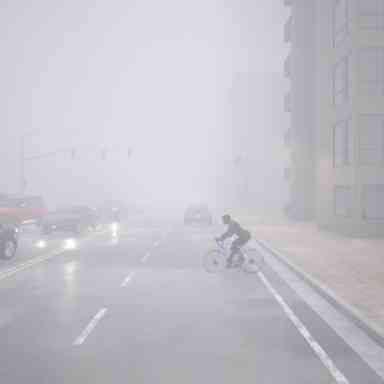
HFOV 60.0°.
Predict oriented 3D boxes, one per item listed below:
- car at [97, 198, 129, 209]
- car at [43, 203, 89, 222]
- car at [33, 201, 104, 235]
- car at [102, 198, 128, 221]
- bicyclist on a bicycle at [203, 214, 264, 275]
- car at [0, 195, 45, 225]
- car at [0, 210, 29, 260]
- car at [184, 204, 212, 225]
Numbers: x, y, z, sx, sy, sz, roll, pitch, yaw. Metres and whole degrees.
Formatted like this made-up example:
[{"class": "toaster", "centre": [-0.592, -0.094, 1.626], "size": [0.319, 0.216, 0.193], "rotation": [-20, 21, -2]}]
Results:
[{"class": "car", "centre": [-10.909, 1.561, 46.002], "size": [4.181, 1.385, 1.994], "rotation": [0, 0, 35]}, {"class": "car", "centre": [-10.130, 1.599, 27.137], "size": [1.895, 1.301, 4.718], "rotation": [0, 0, 1]}, {"class": "car", "centre": [-6.822, 1.503, 18.978], "size": [1.837, 1.490, 4.892], "rotation": [0, 0, 1]}, {"class": "car", "centre": [-6.629, 1.350, 27.146], "size": [2.097, 1.767, 4.553], "rotation": [0, 0, 1]}, {"class": "bicyclist on a bicycle", "centre": [1.110, 1.431, 9.003], "size": [1.656, 1.620, 0.582], "rotation": [-2, 0, 1]}, {"class": "car", "centre": [-10.323, 1.222, 19.095], "size": [2.150, 2.045, 5.566], "rotation": [0, 0, 1]}, {"class": "car", "centre": [-6.976, 1.504, 9.674], "size": [1.837, 1.490, 4.892], "rotation": [0, 0, 1]}, {"class": "car", "centre": [0.427, 1.562, 24.048], "size": [1.994, 1.385, 4.181], "rotation": [0, 0, 1]}]
